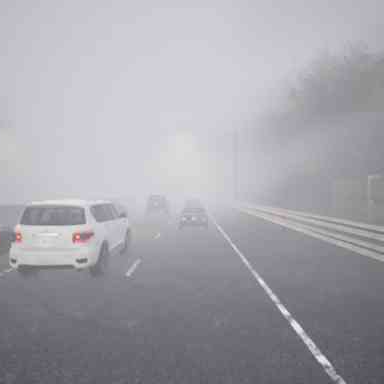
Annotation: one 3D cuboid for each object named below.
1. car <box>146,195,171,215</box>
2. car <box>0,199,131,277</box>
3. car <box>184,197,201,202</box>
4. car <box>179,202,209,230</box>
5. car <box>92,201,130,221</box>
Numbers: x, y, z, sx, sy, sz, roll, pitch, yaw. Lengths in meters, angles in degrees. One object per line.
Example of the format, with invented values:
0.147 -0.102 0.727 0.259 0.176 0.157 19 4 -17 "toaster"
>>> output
-3.411 1.281 34.314 2.150 2.045 5.566 0 0 0 "car"
-3.405 1.237 10.445 2.150 2.045 5.566 0 0 0 "car"
0.088 1.428 41.041 2.097 1.767 4.553 0 0 0 "car"
0.099 1.582 21.548 2.033 1.411 5.357 0 0 0 "car"
-6.910 1.596 29.016 2.033 1.411 5.357 0 0 0 "car"
